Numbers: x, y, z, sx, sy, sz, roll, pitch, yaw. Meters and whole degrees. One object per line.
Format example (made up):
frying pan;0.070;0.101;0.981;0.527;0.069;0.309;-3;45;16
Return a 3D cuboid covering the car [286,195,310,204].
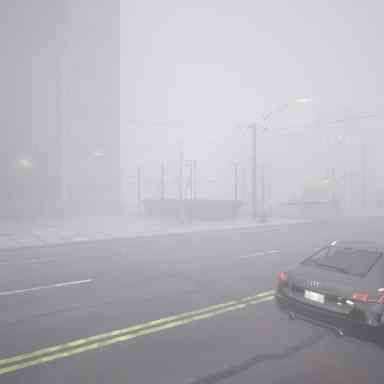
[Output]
car;20.266;1.420;63.789;4.674;1.452;2.002;0;0;-36

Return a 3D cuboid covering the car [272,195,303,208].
car;13.356;1.254;44.728;4.553;1.767;2.185;0;0;-36

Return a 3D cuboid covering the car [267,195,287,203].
car;17.359;1.452;67.790;3.806;1.475;1.970;0;0;-36

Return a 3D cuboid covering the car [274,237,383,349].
car;3.499;1.564;6.243;4.181;1.385;1.994;0;0;-36
